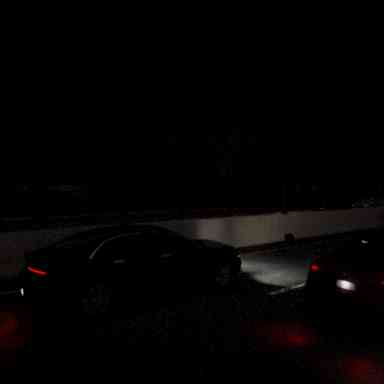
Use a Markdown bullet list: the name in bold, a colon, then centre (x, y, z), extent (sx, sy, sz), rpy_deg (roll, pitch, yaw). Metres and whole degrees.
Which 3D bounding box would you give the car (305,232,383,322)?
- **car**: centre (4.227, 1.521, 6.779), extent (4.181, 1.385, 1.994), rpy_deg (-1, 0, -35)

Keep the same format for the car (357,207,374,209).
- **car**: centre (18.285, 1.318, 34.216), extent (4.674, 1.442, 1.812), rpy_deg (0, 0, -35)

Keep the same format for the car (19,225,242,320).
- **car**: centre (-1.050, 1.487, 7.337), extent (4.892, 1.490, 1.837), rpy_deg (-1, 1, -35)
